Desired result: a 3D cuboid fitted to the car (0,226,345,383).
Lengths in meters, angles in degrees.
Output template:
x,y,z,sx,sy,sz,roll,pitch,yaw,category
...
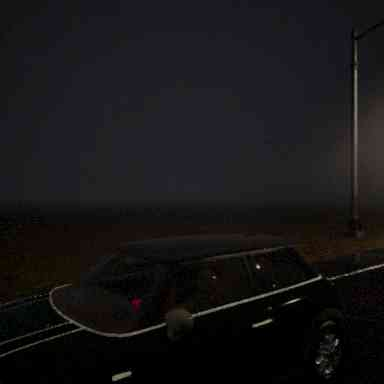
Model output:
x,y,z,sx,sy,sz,roll,pitch,yaw,category
-0.320,1.350,3.764,4.553,1.767,2.097,0,0,-36,car
